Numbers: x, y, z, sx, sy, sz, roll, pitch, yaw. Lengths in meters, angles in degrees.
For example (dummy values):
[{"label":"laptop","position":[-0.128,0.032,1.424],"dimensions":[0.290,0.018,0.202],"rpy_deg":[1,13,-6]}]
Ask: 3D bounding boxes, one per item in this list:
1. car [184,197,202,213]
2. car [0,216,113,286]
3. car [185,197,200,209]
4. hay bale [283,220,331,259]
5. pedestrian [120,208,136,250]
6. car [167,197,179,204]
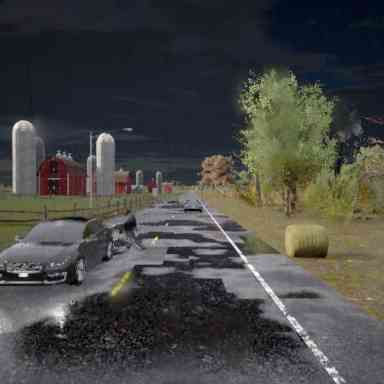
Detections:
[{"label":"car","position":[0.134,1.554,37.047],"dimensions":[1.994,1.385,4.181],"rpy_deg":[0,0,0]},{"label":"car","position":[-3.589,1.502,9.507],"dimensions":[1.837,1.490,4.892],"rpy_deg":[0,0,0]},{"label":"car","position":[0.094,1.479,46.952],"dimensions":[2.128,1.511,4.902],"rpy_deg":[0,0,1]},{"label":"hay bale","position":[4.021,1.652,11.752],"dimensions":[1.220,1.180,1.240],"rpy_deg":[1,1,0]},{"label":"pedestrian","position":[-2.449,1.292,12.662],"dimensions":[0.375,1.860,0.375],"rpy_deg":[-1,1,-2]},{"label":"car","position":[-3.482,1.547,62.246],"dimensions":[1.994,1.385,4.181],"rpy_deg":[0,0,1]}]
